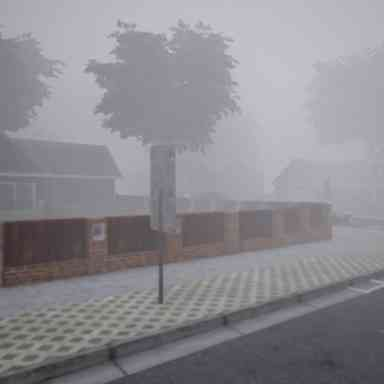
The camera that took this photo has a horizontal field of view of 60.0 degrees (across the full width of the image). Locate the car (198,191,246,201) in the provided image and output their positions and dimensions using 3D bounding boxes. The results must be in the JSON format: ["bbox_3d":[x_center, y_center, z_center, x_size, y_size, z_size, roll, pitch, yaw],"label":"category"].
[{"bbox_3d":[2.688,0.966,30.362,2.150,2.045,5.566,0,1,-36],"label":"car"}]

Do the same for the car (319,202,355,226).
[{"bbox_3d":[8.424,1.386,22.329,1.812,1.442,4.674,0,1,-36],"label":"car"}]
